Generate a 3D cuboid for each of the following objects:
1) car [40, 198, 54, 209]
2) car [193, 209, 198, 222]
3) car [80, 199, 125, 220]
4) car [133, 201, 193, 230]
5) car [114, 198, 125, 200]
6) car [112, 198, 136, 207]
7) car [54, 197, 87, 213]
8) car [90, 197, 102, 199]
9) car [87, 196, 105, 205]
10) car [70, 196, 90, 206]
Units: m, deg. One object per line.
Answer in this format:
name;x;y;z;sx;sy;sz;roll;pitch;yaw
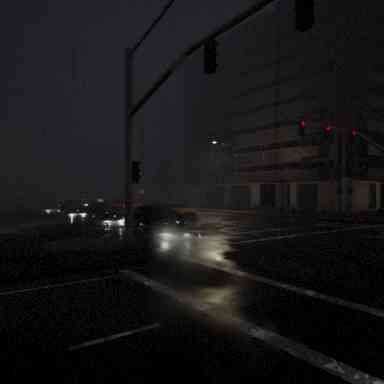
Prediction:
car;-19.807;1.533;46.472;1.882;1.535;5.008;0;0;-35
car;-1.485;1.533;26.661;1.882;1.535;5.008;0;0;-35
car;-7.898;1.603;29.639;2.033;1.411;5.357;0;0;-35
car;-2.254;1.560;21.702;1.837;1.490;4.892;0;0;-36
car;-6.861;1.407;34.223;2.097;1.767;4.553;0;0;-36
car;-10.742;1.656;52.102;1.895;1.301;4.718;0;0;-35
car;-13.758;1.603;37.899;2.033;1.411;5.357;0;0;-35
car;-12.947;1.603;42.800;2.033;1.411;5.357;0;0;-35
car;-17.961;1.581;62.260;1.812;1.442;4.674;0;0;-34
car;-19.911;1.547;58.954;2.128;1.511;4.902;0;0;-35
